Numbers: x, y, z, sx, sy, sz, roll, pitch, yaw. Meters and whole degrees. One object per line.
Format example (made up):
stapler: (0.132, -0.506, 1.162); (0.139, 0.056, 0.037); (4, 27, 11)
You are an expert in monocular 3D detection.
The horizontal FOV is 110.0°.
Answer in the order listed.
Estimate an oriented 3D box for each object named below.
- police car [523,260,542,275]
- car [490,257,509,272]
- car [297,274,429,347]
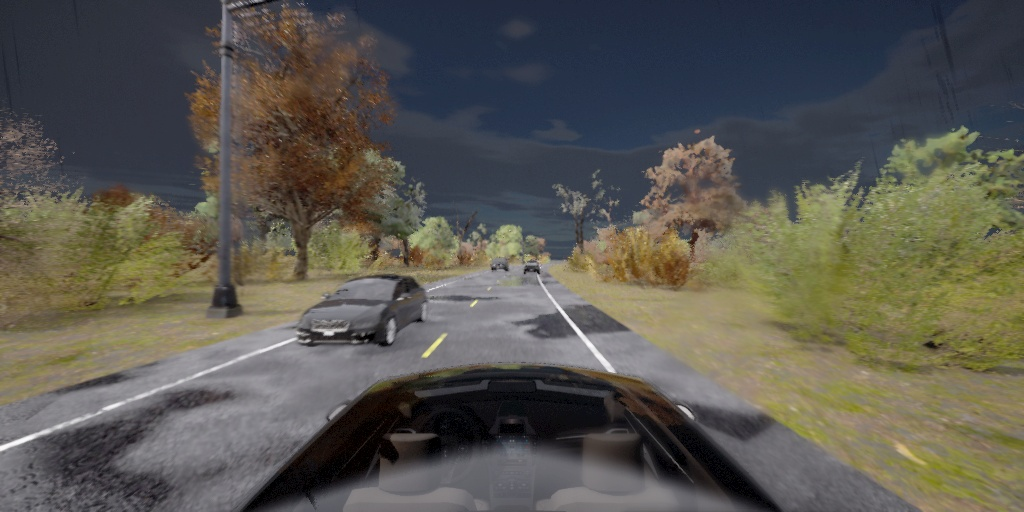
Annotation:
police car: (2.339, 1.360, 42.773); (1.930, 1.638, 5.238); (0, 0, 4)
car: (-1.670, 1.187, 50.934); (2.150, 2.045, 5.566); (0, 0, 5)
car: (-3.542, 1.264, 9.430); (1.837, 1.490, 4.892); (0, 0, 1)
